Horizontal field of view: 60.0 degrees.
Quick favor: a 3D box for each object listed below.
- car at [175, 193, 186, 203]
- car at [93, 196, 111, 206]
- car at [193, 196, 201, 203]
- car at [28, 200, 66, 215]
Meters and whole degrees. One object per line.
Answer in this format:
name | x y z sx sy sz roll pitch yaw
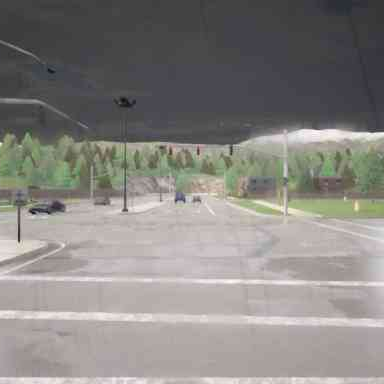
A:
car | -2.489 1.215 70.398 2.150 2.045 5.566 0 0 1
car | -14.396 1.498 53.203 1.837 1.490 4.892 0 0 1
car | 1.022 1.539 69.888 2.033 1.411 5.357 0 0 1
car | -14.690 1.543 34.130 2.033 1.411 5.357 0 0 1
